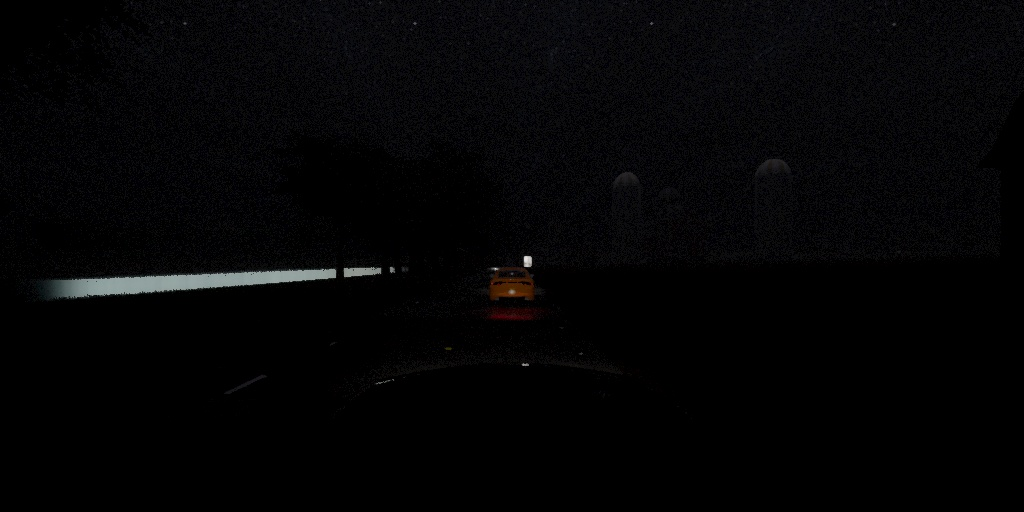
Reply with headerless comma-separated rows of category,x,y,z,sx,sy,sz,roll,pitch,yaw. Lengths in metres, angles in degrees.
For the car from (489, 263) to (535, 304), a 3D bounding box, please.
car,0.000,1.269,16.503,1.882,1.535,5.008,0,0,0
